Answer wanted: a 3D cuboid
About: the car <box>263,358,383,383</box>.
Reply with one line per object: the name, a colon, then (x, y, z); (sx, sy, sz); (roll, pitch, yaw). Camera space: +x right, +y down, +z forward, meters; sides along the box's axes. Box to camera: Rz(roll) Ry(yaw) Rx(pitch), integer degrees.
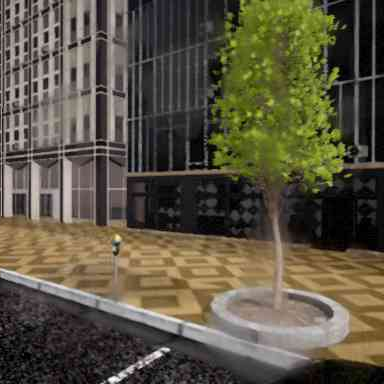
car: (2.124, 1.573, 1.361); (4.313, 1.339, 1.947); (0, 0, 35)
